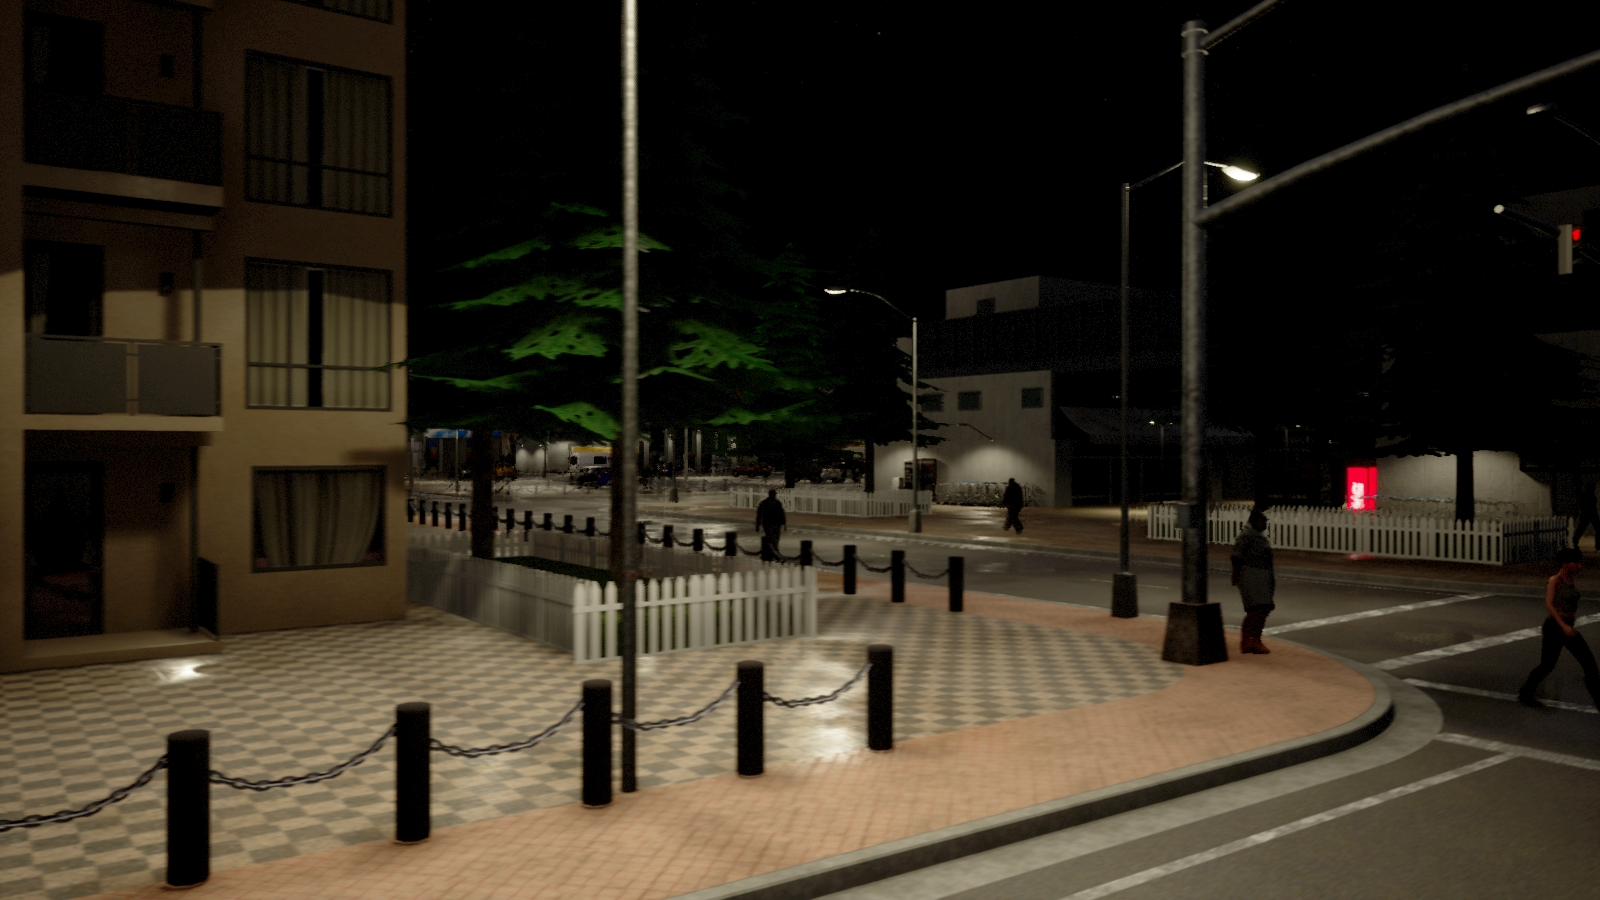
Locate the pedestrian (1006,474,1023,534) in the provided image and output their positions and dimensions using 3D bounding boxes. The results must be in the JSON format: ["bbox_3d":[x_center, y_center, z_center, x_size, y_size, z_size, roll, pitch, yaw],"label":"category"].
[{"bbox_3d":[6.727,1.691,35.853,0.375,1.860,0.375,0,0,-32],"label":"pedestrian"}]

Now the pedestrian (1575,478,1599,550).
[{"bbox_3d":[20.504,1.661,29.740,0.375,1.860,0.375,0,0,-12],"label":"pedestrian"}]

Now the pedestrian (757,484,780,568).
[{"bbox_3d":[-0.708,1.690,25.573,0.375,1.860,0.375,0,0,-33],"label":"pedestrian"}]

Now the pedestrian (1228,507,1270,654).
[{"bbox_3d":[5.877,1.690,14.958,0.375,1.860,0.375,0,0,-37],"label":"pedestrian"}]

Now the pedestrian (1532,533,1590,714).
[{"bbox_3d":[8.119,1.832,12.188,0.375,1.860,0.375,0,0,-26],"label":"pedestrian"}]
